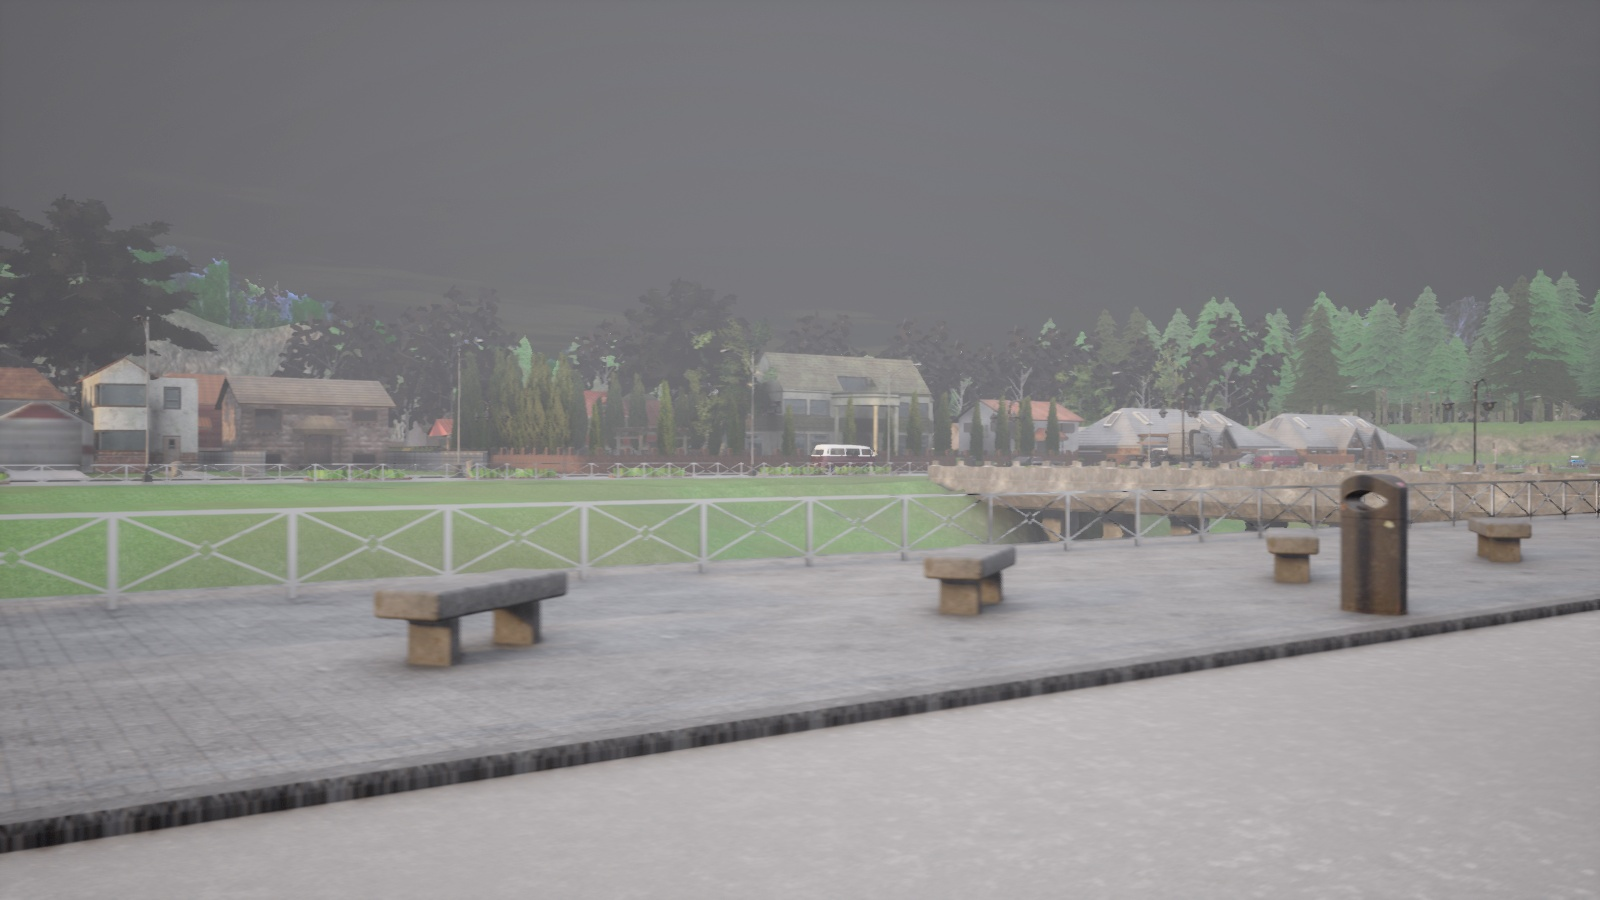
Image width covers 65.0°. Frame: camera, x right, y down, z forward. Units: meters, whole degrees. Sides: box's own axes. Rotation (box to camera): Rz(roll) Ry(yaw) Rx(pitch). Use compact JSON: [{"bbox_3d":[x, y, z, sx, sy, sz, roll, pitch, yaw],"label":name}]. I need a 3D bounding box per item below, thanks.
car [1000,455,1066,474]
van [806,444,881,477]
[{"bbox_3d":[16.940,1.033,91.216,4.718,1.301,1.895,0,0,-35],"label":"car"},{"bbox_3d":[2.848,0.662,81.413,4.480,2.038,2.069,0,0,-35],"label":"van"}]
